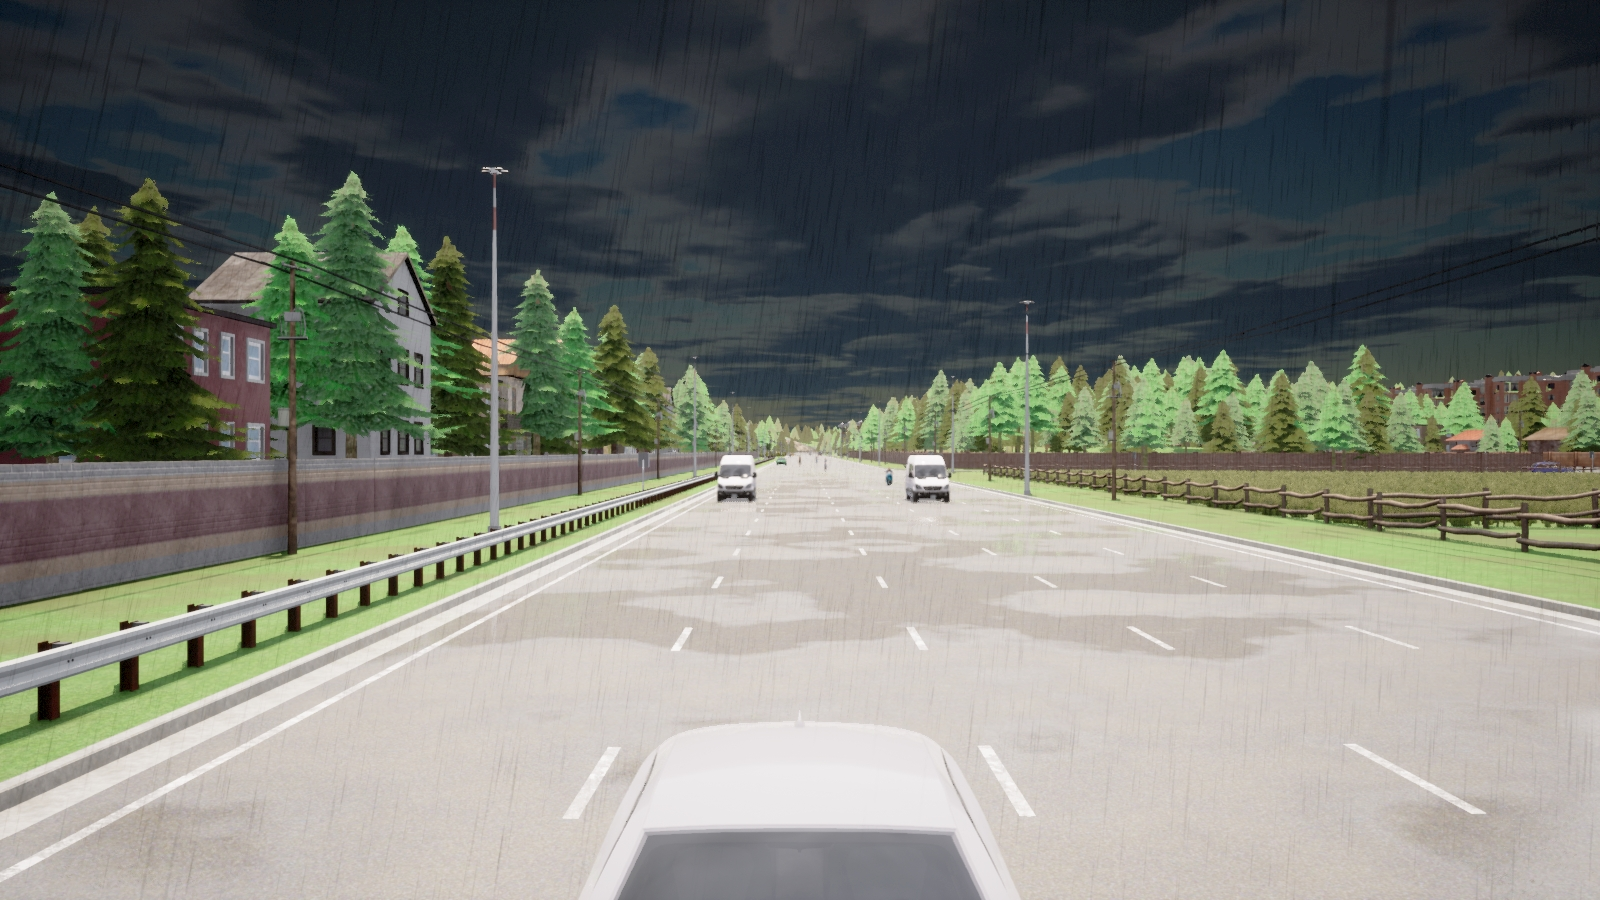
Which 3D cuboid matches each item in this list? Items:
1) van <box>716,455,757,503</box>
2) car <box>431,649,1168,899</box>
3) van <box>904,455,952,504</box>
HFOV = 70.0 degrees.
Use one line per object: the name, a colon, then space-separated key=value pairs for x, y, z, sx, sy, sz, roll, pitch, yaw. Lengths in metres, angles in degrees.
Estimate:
van: x=-3.512 y=1.575 z=63.911 sx=1.988 sy=2.561 sz=5.915 roll=0 pitch=0 yaw=0
car: x=-0.001 y=2.039 z=4.687 sx=2.097 sy=1.535 sz=5.006 roll=0 pitch=0 yaw=0
van: x=6.987 y=1.575 z=62.878 sx=1.988 sy=2.561 sz=5.915 roll=0 pitch=0 yaw=0
